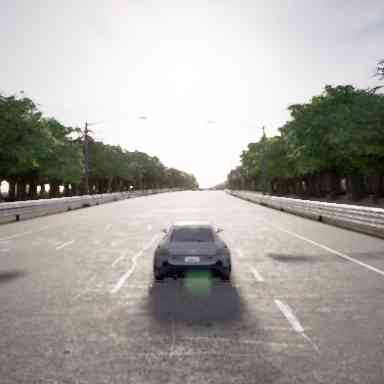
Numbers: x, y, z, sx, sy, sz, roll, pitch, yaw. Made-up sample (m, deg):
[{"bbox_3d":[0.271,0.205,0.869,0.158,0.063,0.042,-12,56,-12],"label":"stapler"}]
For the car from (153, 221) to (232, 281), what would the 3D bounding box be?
[{"bbox_3d":[0.002,1.546,9.801,1.994,1.385,4.181,0,0,0],"label":"car"}]
